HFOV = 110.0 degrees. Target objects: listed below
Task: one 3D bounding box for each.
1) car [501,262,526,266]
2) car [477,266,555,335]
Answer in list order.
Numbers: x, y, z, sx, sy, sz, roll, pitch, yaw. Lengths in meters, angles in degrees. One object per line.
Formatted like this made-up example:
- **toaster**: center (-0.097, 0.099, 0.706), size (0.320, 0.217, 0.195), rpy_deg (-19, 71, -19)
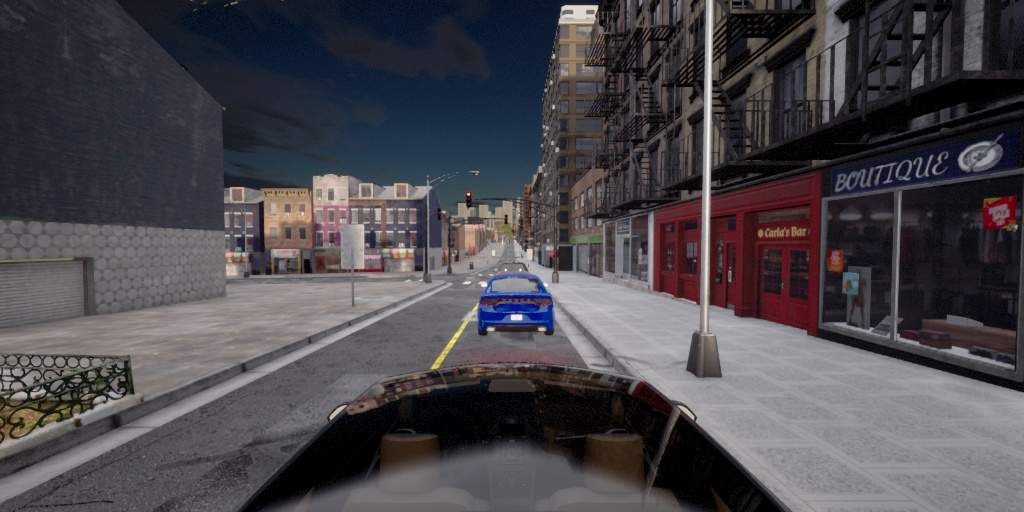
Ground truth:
- **car**: center (0.054, 1.109, 20.495), size (2.097, 1.767, 4.553), rpy_deg (0, 0, 0)
- **car**: center (0.087, 1.229, 10.502), size (1.882, 1.535, 5.008), rpy_deg (0, 0, 0)
